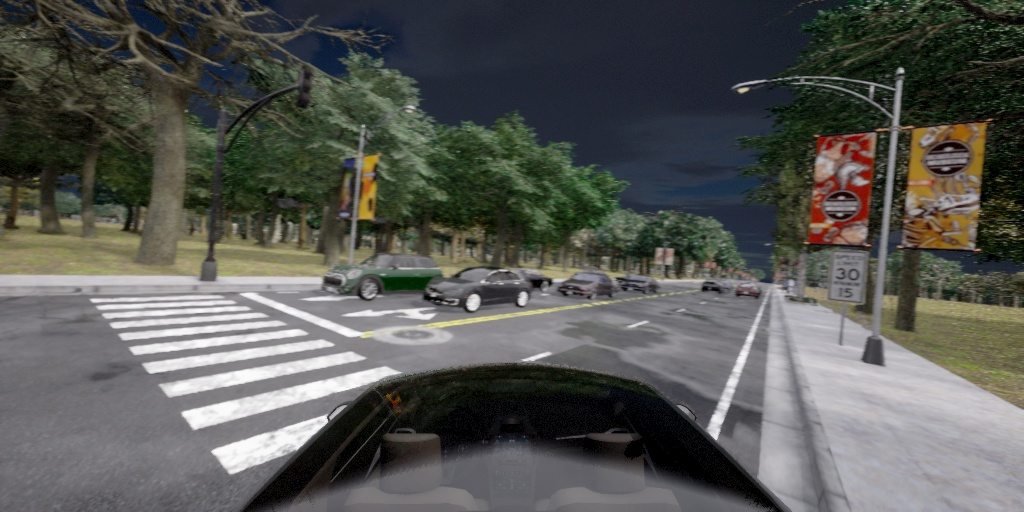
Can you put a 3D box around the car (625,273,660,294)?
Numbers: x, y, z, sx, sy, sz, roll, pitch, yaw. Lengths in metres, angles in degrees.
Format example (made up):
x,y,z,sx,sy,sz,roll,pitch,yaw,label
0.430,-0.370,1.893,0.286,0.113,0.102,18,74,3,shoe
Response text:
x,y,z,sx,sy,sz,roll,pitch,yaw,label
10.720,2.288,29.638,2.033,1.411,5.357,5,0,37,car

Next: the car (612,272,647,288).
x,y,z,sx,sy,sz,roll,pitch,yaw,label
12.259,2.485,37.230,1.895,1.301,4.718,5,0,37,car

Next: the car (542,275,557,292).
x,y,z,sx,sy,sz,roll,pitch,yaw,label
0.495,1.383,21.112,1.895,1.301,4.718,5,0,36,car

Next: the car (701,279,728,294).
x,y,z,sx,sy,sz,roll,pitch,yaw,label
22.340,3.336,39.790,1.837,1.490,4.892,5,0,36,car

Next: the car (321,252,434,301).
x,y,z,sx,sy,sz,roll,pitch,yaw,label
-4.757,0.644,13.855,2.097,1.767,4.553,5,0,36,car

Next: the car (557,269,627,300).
x,y,z,sx,sy,sz,roll,pitch,yaw,label
4.713,1.726,21.393,2.033,1.411,5.357,5,0,37,car

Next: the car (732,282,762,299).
x,y,z,sx,sy,sz,roll,pitch,yaw,label
24.193,3.534,36.829,1.812,1.442,4.674,5,0,36,car

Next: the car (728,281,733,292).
x,y,z,sx,sy,sz,roll,pitch,yaw,label
28.778,3.986,48.671,2.033,1.411,5.357,5,0,38,car

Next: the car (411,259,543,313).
x,y,z,sx,sy,sz,roll,pitch,yaw,label
-1.075,1.144,13.430,1.837,1.490,4.892,5,0,36,car

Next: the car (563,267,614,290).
x,y,z,sx,sy,sz,roll,pitch,yaw,label
6.344,1.820,29.133,2.128,1.511,4.902,5,0,36,car
